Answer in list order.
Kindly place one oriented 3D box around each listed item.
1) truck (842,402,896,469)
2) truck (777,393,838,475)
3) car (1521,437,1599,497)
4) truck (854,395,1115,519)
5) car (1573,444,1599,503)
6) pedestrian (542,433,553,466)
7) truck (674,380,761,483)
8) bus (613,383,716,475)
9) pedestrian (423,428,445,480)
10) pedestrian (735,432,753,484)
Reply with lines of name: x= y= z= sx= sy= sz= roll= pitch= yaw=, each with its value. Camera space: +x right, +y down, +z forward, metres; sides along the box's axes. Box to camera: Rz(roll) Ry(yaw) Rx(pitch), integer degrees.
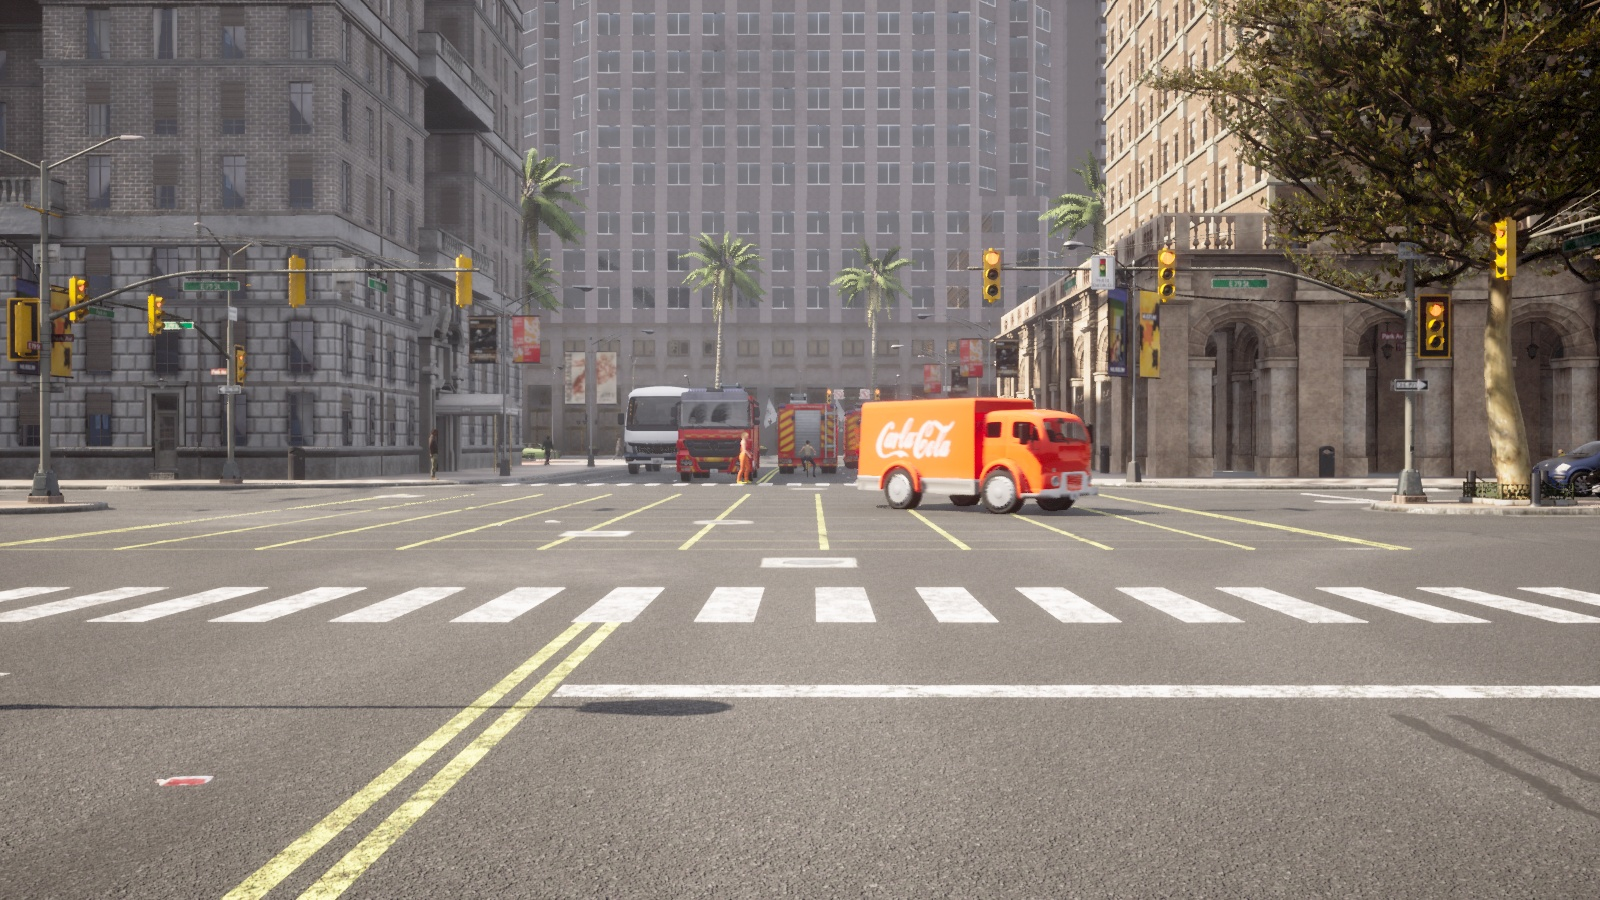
truck: x=4.085 y=-0.844 z=76.003 sx=2.891 sy=3.827 sz=8.468 roll=0 pitch=0 yaw=1
truck: x=0.391 y=-0.775 z=63.232 sx=2.891 sy=3.827 sz=8.468 roll=0 pitch=0 yaw=0
car: x=22.559 y=0.466 z=34.883 sx=3.988 sy=1.617 sz=1.851 roll=0 pitch=0 yaw=1
truck: x=3.969 y=0.106 z=27.749 sx=2.627 sy=2.467 sz=5.204 roll=-1 pitch=1 yaw=-43
car: x=22.365 y=0.587 z=31.353 sx=4.792 sy=1.488 sz=2.163 roll=0 pitch=0 yaw=2
pedestrian: x=-15.091 y=-0.033 z=75.122 sx=0.423 sy=1.949 sz=0.788 roll=0 pitch=0 yaw=9
truck: x=-3.188 y=-0.708 z=50.807 sx=2.891 sy=3.827 sz=8.468 roll=0 pitch=0 yaw=0
bus: x=-6.609 y=-0.992 z=63.171 sx=3.944 sy=4.253 sz=10.273 roll=0 pitch=0 yaw=1
pedestrian: x=-13.169 y=0.137 z=45.204 sx=0.703 sy=1.840 sz=0.431 roll=0 pitch=0 yaw=-5
pedestrian: x=-1.971 y=0.281 z=44.530 sx=0.594 sy=1.836 sz=0.345 roll=0 pitch=0 yaw=7
